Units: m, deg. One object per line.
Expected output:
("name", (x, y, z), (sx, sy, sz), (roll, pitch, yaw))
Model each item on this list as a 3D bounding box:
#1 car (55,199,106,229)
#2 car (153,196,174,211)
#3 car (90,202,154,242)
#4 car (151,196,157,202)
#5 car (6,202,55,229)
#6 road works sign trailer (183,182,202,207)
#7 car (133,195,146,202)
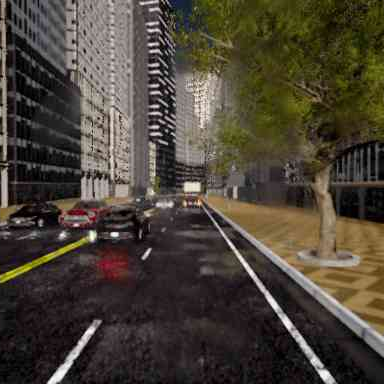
("car", (-6.587, 1.293, 21.113), (2.097, 1.767, 4.553), (0, 0, 0))
("car", (-3.133, 1.494, 39.417), (1.895, 1.301, 4.718), (0, 0, 0))
("car", (-3.147, 1.462, 15.986), (1.837, 1.490, 4.892), (0, 1, 0))
("car", (-6.492, 1.405, 62.310), (1.994, 1.385, 4.181), (0, 0, 1))
("car", (-9.837, 1.446, 21.214), (1.837, 1.490, 4.892), (0, 0, 0))
("road works sign trailer", (0.025, 0.336, 47.601), (2.380, 3.560, 2.880), (0, 0, 1))
("car", (-9.742, 1.342, 62.292), (2.128, 1.511, 4.902), (0, 0, 0))
